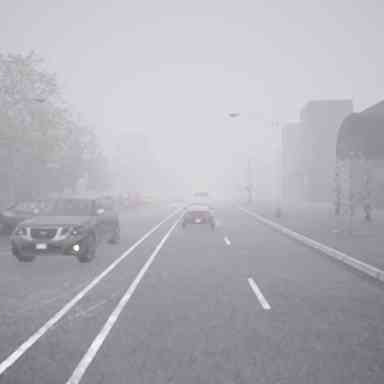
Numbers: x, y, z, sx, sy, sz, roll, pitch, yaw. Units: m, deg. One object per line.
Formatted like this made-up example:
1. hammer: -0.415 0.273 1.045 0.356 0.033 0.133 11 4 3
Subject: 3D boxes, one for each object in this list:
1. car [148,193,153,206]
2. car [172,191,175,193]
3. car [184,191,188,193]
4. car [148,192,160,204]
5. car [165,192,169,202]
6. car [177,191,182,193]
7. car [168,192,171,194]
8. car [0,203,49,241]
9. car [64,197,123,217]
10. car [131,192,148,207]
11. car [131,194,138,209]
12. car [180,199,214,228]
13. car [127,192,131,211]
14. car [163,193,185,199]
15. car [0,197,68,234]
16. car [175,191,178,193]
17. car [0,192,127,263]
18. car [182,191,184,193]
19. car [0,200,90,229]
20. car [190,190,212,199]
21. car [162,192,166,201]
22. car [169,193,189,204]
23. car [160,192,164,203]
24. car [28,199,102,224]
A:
1. car: -8.109 1.270 44.862 4.674 1.452 2.002 -1 0 -17
2. car: -6.553 1.164 65.556 5.008 1.535 2.097 -1 0 -15
3. car: -4.587 1.054 83.342 5.366 1.575 1.946 -1 0 -14
4. car: -7.743 1.214 47.879 5.366 1.575 1.946 -1 0 -16
5. car: -7.052 1.226 59.636 4.674 1.452 2.002 -1 0 -16
6. car: -5.381 0.975 77.392 4.553 1.767 2.185 -1 1 -14
7. car: -6.997 1.176 62.549 5.366 1.575 1.946 -1 0 -15
8. car: -9.324 1.378 15.181 5.008 1.535 2.097 -1 0 -19
9. car: -8.870 1.294 30.030 4.892 1.521 2.231 -1 0 -18
10. car: -8.475 1.001 38.916 5.566 2.045 2.435 -1 0 -17
11. car: -8.598 1.305 35.965 4.674 1.452 2.002 -1 0 -17
12. car: 0.400 1.379 20.611 1.812 1.442 4.674 0 0 1
13. car: -8.704 1.152 32.998 4.553 1.767 2.185 -1 1 -18
14. car: -4.612 1.036 86.204 5.366 1.575 1.946 -1 1 -14
15. car: -9.218 1.233 18.151 4.553 1.767 2.185 -1 1 -19
16. car: -6.008 1.175 71.476 4.674 1.452 2.002 -1 0 -15
17. car: -4.136 1.132 12.004 2.150 2.045 5.566 0 0 1
18. car: -5.100 1.082 80.343 4.892 1.521 2.231 -1 0 -14
19. car: -9.163 1.341 21.116 5.008 1.535 2.097 -1 1 -19
20. car: 1.247 0.972 40.648 2.150 2.045 5.566 0 0 3
21. car: -7.269 1.234 56.697 4.674 1.452 2.002 0 0 -15
22. car: -2.141 1.270 54.898 1.994 1.385 4.181 0 0 5
23. car: -7.510 1.242 53.752 4.674 1.452 2.002 -1 0 -16
24. car: -9.049 1.353 24.097 4.792 1.488 2.163 -1 0 -18
